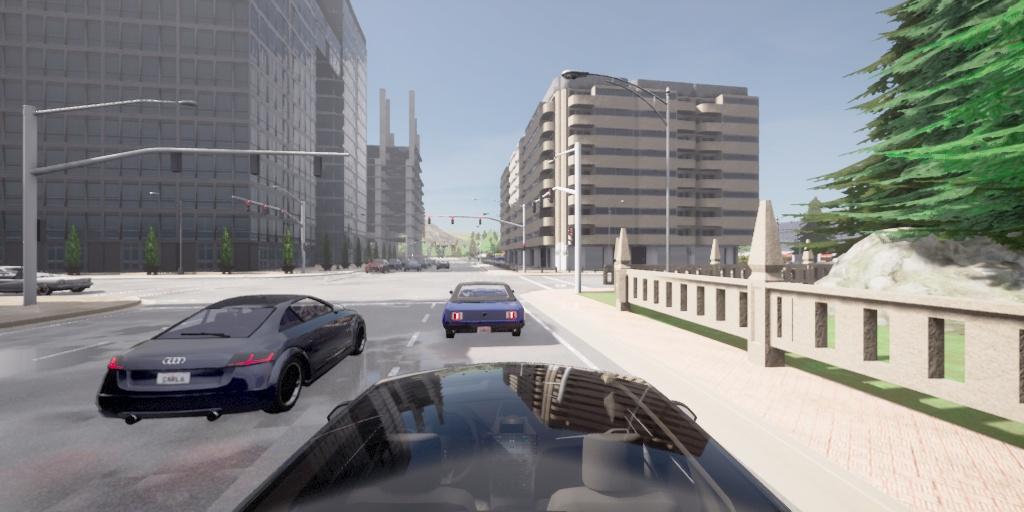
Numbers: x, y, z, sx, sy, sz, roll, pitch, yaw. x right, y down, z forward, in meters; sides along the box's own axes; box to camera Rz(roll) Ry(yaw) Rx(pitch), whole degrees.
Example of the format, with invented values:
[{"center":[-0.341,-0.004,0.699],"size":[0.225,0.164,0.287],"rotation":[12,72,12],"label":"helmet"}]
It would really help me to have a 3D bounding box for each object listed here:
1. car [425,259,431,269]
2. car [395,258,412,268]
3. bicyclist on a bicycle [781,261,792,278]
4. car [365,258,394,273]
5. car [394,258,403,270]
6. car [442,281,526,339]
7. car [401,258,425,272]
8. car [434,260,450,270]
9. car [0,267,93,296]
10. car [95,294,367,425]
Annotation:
[{"center":[-14.417,1.151,56.409],"size":[2.097,1.767,4.553],"rotation":[0,0,-8],"label":"car"},{"center":[-18.699,1.157,61.983],"size":[2.097,1.767,4.553],"rotation":[0,0,-8],"label":"car"},{"center":[16.450,1.121,21.558],"size":[0.582,1.620,1.656],"rotation":[0,0,-8],"label":"bicyclist on a bicycle"},{"center":[-16.148,1.140,43.266],"size":[2.097,1.767,4.553],"rotation":[0,0,-8],"label":"car"},{"center":[-17.346,1.148,52.037],"size":[2.097,1.767,4.553],"rotation":[0,0,-8],"label":"car"},{"center":[-0.843,1.358,10.185],"size":[1.895,1.301,4.718],"rotation":[0,0,-6],"label":"car"},{"center":[-13.301,1.318,48.362],"size":[1.812,1.442,4.674],"rotation":[0,0,-8],"label":"car"},{"center":[-10.563,1.399,55.475],"size":[1.895,1.301,4.718],"rotation":[0,0,-8],"label":"car"},{"center":[-25.883,1.425,19.216],"size":[4.718,1.301,1.895],"rotation":[0,0,-7],"label":"car"},{"center":[-3.926,1.318,5.950],"size":[1.994,1.385,4.181],"rotation":[0,0,-6],"label":"car"}]
